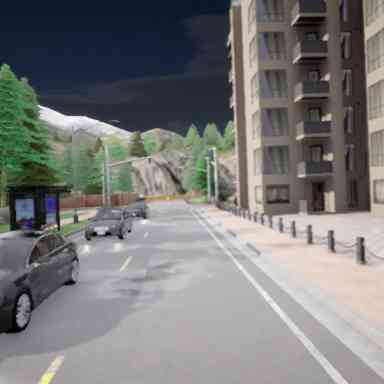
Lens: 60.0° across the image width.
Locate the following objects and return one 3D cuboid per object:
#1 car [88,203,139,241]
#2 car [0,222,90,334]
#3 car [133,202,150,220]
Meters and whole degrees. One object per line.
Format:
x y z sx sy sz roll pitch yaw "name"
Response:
-4.370 1.653 18.002 2.128 1.511 4.902 -2 0 -3 "car"
-3.834 1.651 7.064 1.837 1.490 4.892 -2 0 -3 "car"
-4.932 1.683 30.234 1.837 1.490 4.892 -2 0 -2 "car"
